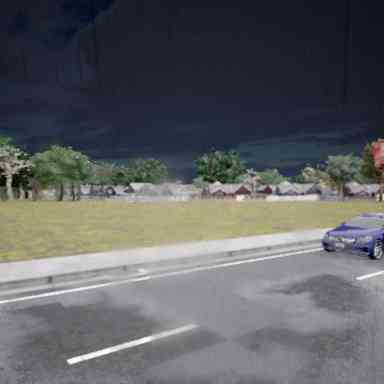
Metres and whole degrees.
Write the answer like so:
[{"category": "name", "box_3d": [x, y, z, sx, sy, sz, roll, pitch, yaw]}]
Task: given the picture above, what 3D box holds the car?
[{"category": "car", "box_3d": [6.886, 1.545, 12.592, 4.674, 1.442, 1.812, 0, 0, -35]}]
